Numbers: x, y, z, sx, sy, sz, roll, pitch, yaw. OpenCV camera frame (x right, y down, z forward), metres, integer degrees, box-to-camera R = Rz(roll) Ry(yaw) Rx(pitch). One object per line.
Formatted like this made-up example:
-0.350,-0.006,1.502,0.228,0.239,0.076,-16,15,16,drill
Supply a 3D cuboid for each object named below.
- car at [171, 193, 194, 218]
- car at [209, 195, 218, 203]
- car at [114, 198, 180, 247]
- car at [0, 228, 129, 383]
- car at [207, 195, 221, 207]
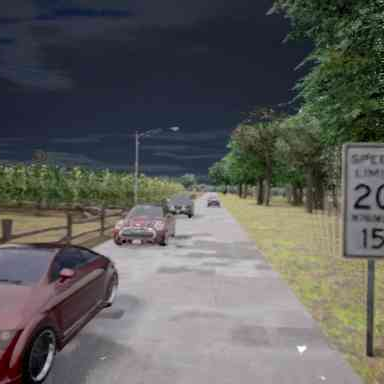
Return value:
-0.960,1.192,30.074,2.150,2.045,5.566,1,2,4,car
4.553,1.468,71.683,1.882,1.535,5.008,1,0,4,car
-1.956,1.321,14.971,2.097,1.767,4.553,1,0,4,car
-2.591,1.520,5.161,1.994,1.385,4.181,1,0,5,car
3.283,1.550,50.428,1.812,1.442,4.674,1,0,4,car
